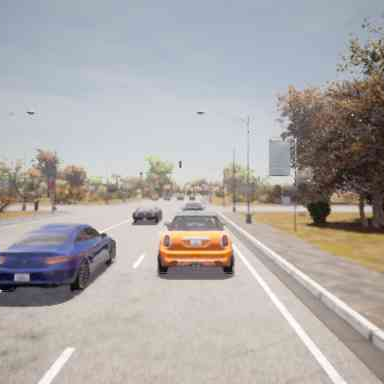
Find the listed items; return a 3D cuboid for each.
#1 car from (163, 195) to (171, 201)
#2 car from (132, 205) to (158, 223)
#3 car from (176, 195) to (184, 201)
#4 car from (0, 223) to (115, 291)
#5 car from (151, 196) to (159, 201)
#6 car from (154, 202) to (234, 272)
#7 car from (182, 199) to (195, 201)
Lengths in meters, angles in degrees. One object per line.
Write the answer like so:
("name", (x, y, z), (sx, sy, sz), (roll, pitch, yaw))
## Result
("car", (-6.958, 1.766, 93.596), (1.837, 1.490, 4.892), (0, 0, 0))
("car", (-3.389, 1.675, 26.176), (1.895, 1.301, 4.718), (0, 0, 0))
("car", (-3.457, 1.744, 95.445), (1.837, 1.490, 4.892), (0, 0, 0))
("car", (-3.397, 1.551, 8.955), (1.812, 1.442, 4.674), (0, 0, 0))
("car", (-10.458, 1.806, 93.608), (2.033, 1.411, 5.357), (0, 0, 0))
("car", (0.104, 1.384, 11.009), (2.097, 1.767, 4.553), (0, 0, 0))
("car", (0.111, 1.581, 26.728), (1.837, 1.490, 4.892), (0, 0, 0))
